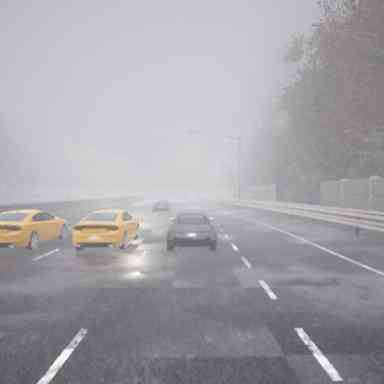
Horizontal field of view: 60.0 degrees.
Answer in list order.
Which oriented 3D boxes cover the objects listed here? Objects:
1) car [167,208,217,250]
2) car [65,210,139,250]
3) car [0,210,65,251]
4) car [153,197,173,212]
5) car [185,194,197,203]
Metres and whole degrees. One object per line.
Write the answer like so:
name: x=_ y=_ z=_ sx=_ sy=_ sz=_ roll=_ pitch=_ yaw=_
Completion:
car: x=-0.006 y=1.576 z=14.468 sx=1.994 sy=1.385 sz=4.181 roll=0 pitch=0 yaw=0
car: x=-3.507 y=1.490 z=14.367 sx=1.882 sy=1.535 sz=5.008 roll=0 pitch=0 yaw=0
car: x=-7.006 y=1.490 z=14.247 sx=1.882 sy=1.535 sz=5.008 roll=0 pitch=0 yaw=0
car: x=-3.513 y=1.598 z=39.553 sx=1.994 sy=1.385 sz=4.181 roll=0 pitch=0 yaw=0
car: x=-0.024 y=1.588 z=73.632 sx=1.812 sy=1.442 sz=4.674 roll=0 pitch=0 yaw=0
